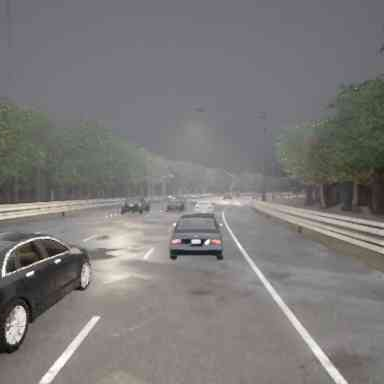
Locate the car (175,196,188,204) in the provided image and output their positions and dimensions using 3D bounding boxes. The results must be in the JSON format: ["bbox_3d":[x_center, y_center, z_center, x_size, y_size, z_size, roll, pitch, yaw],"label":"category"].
[{"bbox_3d":[-2.024,1.481,65.637,1.837,1.490,4.892,0,0,9],"label":"car"}]

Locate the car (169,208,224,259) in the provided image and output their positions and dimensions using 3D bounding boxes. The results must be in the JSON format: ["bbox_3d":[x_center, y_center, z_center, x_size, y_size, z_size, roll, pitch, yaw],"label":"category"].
[{"bbox_3d":[0.201,1.547,12.569,2.033,1.411,5.357,0,0,2],"label":"car"}]

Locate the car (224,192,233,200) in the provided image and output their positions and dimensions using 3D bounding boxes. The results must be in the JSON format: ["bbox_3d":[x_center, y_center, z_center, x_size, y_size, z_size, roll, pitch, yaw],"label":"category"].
[{"bbox_3d":[10.414,1.145,94.808,2.150,2.045,5.566,0,0,12],"label":"car"}]

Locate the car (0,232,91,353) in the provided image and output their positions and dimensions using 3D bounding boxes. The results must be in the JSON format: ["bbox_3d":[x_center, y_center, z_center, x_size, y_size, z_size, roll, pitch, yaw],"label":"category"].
[{"bbox_3d":[-3.358,1.498,6.111,1.837,1.490,4.892,0,0,1],"label":"car"}]

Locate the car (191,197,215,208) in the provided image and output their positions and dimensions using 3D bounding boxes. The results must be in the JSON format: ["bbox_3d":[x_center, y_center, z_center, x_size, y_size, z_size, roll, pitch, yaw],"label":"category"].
[{"bbox_3d":[1.164,1.523,31.077,1.812,1.442,4.674,0,0,4],"label":"car"}]

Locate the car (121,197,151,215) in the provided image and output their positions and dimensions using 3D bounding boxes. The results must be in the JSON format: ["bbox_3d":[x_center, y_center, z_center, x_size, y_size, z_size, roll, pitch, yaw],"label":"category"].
[{"bbox_3d":[-5.594,1.335,33.757,2.097,1.767,4.553,0,0,5],"label":"car"}]

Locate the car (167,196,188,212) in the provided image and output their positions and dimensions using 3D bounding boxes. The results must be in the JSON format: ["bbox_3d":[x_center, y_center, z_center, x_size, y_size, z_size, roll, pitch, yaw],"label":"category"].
[{"bbox_3d":[-1.702,1.481,38.597,2.128,1.511,4.902,0,0,5],"label":"car"}]
